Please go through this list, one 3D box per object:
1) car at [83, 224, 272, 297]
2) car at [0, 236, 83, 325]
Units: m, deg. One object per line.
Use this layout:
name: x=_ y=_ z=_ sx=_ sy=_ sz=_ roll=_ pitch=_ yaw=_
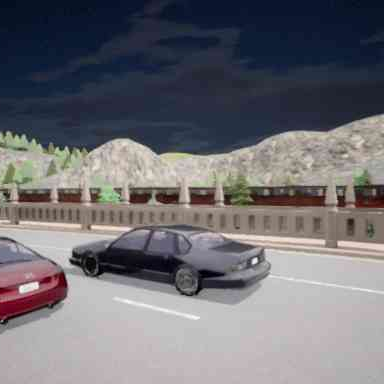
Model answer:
car: x=-0.770 y=1.540 z=8.519 sx=5.357 sy=1.411 sz=2.033 roll=0 pitch=0 yaw=32
car: x=-4.450 y=1.573 z=6.608 sx=4.181 sy=1.385 sz=1.994 roll=0 pitch=0 yaw=31
